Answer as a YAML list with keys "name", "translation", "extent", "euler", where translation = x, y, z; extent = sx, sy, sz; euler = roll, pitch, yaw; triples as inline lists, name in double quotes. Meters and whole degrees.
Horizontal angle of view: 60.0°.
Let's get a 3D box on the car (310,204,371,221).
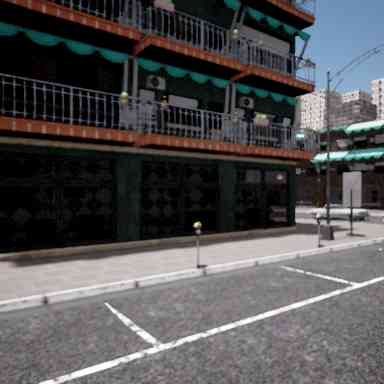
- name: "car"
  translation: [12.922, 1.735, 29.122]
  extent: [1.895, 1.301, 4.718]
  euler: [0, -1, -36]
